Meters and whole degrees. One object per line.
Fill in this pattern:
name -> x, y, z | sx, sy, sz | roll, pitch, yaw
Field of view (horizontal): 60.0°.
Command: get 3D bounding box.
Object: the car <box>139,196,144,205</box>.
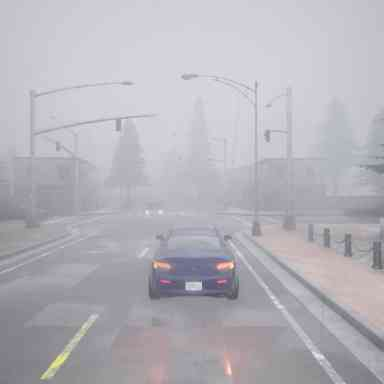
car -> -6.675, 1.318, 52.996 | 2.097, 1.767, 4.553 | 0, 0, -15

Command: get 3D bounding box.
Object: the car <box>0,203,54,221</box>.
car -> -13.464, 1.532, 25.229 | 5.357, 1.411, 2.033 | 0, 0, 2

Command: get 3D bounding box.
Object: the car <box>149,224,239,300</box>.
car -> 0.042, 1.526, 8.280 | 1.812, 1.442, 4.674 | 0, 0, 0

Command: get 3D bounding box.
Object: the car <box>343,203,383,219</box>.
car -> 15.450, 1.585, 28.152 | 4.718, 1.301, 1.895 | 0, 0, 2

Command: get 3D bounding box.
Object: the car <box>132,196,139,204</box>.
car -> -10.066, 1.470, 62.803 | 1.837, 1.490, 4.892 | 0, 0, -23

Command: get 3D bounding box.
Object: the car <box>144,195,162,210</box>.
car -> -4.927, 1.443, 43.109 | 1.882, 1.535, 5.008 | 0, 0, -6
